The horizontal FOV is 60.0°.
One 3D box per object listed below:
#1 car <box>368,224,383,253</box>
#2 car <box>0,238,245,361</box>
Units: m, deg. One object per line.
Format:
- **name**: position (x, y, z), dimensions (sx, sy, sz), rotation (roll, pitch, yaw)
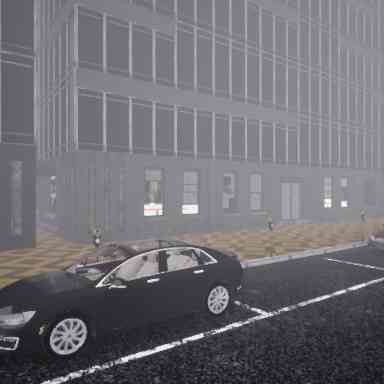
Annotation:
- **car**: position (8.270, 1.582, 12.417), dimensions (4.206, 1.307, 1.802), rotation (0, 0, -35)
- **car**: position (-1.016, 1.551, 5.830), dimensions (4.403, 1.369, 2.008), rotation (0, 0, -35)
